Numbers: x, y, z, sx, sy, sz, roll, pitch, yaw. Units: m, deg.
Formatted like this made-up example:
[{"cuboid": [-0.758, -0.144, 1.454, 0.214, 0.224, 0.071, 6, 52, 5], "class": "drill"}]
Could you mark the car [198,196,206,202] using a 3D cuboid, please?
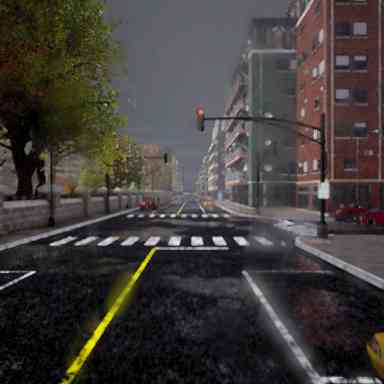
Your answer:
[{"cuboid": [2.598, 1.855, 89.273, 1.887, 1.381, 4.507, 0, 0, 0], "class": "car"}]

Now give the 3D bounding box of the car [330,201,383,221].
[{"cuboid": [14.587, 1.674, 28.431, 5.009, 1.841, 2.192, 1, -1, 0], "class": "car"}]

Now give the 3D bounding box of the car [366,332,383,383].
[{"cuboid": [2.687, 1.530, 1.597, 1.752, 1.417, 4.829, 0, 0, 0], "class": "car"}]

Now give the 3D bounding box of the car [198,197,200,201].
[{"cuboid": [2.626, 1.753, 61.598, 2.008, 1.369, 4.403, 0, 0, 0], "class": "car"}]

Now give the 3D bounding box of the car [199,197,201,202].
[{"cuboid": [2.631, 1.726, 56.062, 1.887, 1.381, 4.507, 0, 0, 0], "class": "car"}]

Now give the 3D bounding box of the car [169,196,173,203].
[{"cuboid": [-5.766, 1.826, 72.658, 1.802, 1.307, 4.206, 0, 0, 0], "class": "car"}]

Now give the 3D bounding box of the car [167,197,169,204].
[{"cuboid": [-5.755, 1.747, 61.589, 1.887, 1.381, 4.507, 0, 0, 0], "class": "car"}]

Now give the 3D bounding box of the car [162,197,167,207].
[{"cuboid": [-5.750, 1.622, 56.054, 1.967, 1.590, 4.097, 0, 0, 0], "class": "car"}]

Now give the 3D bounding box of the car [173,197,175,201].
[{"cuboid": [-5.777, 1.870, 83.729, 1.802, 1.307, 4.206, 0, 0, 0], "class": "car"}]

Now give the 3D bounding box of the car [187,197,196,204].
[{"cuboid": [-0.067, 1.775, 70.300, 2.033, 1.411, 5.357, 0, 0, 0], "class": "car"}]

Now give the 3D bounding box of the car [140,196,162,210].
[{"cuboid": [-5.739, 1.457, 44.984, 2.192, 1.841, 5.009, 0, 0, 0], "class": "car"}]

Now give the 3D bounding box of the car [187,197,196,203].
[{"cuboid": [-0.079, 1.828, 80.710, 1.994, 1.385, 4.181, 0, 0, 0], "class": "car"}]

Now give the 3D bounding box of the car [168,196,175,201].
[{"cuboid": [-5.788, 1.858, 94.629, 1.752, 1.417, 4.829, 0, 0, 0], "class": "car"}]

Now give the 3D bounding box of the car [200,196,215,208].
[{"cuboid": [2.637, 1.687, 50.697, 1.752, 1.417, 4.829, 0, 0, 0], "class": "car"}]

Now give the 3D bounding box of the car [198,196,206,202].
[{"cuboid": [2.603, 1.832, 83.738, 1.887, 1.381, 4.507, 0, 0, 0], "class": "car"}]

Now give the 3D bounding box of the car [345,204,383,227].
[{"cuboid": [14.638, 1.927, 25.825, 4.181, 1.385, 1.994, 1, 0, 0], "class": "car"}]
